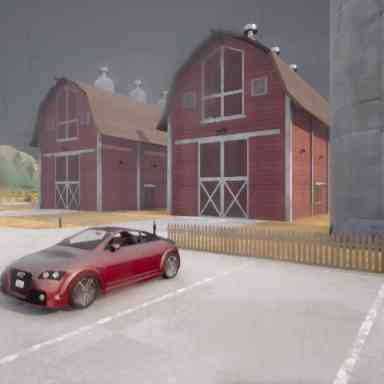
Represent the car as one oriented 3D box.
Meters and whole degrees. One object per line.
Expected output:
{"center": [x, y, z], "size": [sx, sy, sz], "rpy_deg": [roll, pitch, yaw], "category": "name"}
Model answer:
{"center": [-2.108, 1.546, 7.901], "size": [1.994, 1.381, 4.181], "rpy_deg": [0, 0, 35], "category": "car"}
